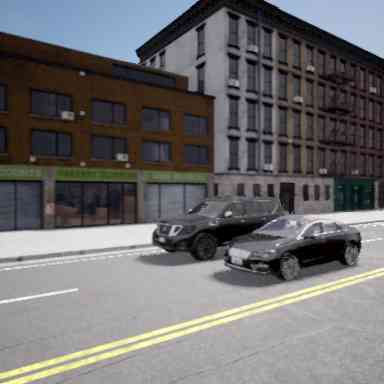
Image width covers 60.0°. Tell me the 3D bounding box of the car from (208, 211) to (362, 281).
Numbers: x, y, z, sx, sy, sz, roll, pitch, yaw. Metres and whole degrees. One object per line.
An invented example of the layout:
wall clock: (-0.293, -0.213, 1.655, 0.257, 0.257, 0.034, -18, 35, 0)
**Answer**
car: (3.141, 1.494, 9.921, 4.902, 1.511, 2.128, 0, 0, -36)

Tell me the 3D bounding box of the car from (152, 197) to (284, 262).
car: (1.262, 1.223, 12.573, 5.566, 2.045, 2.150, 0, 0, -36)
